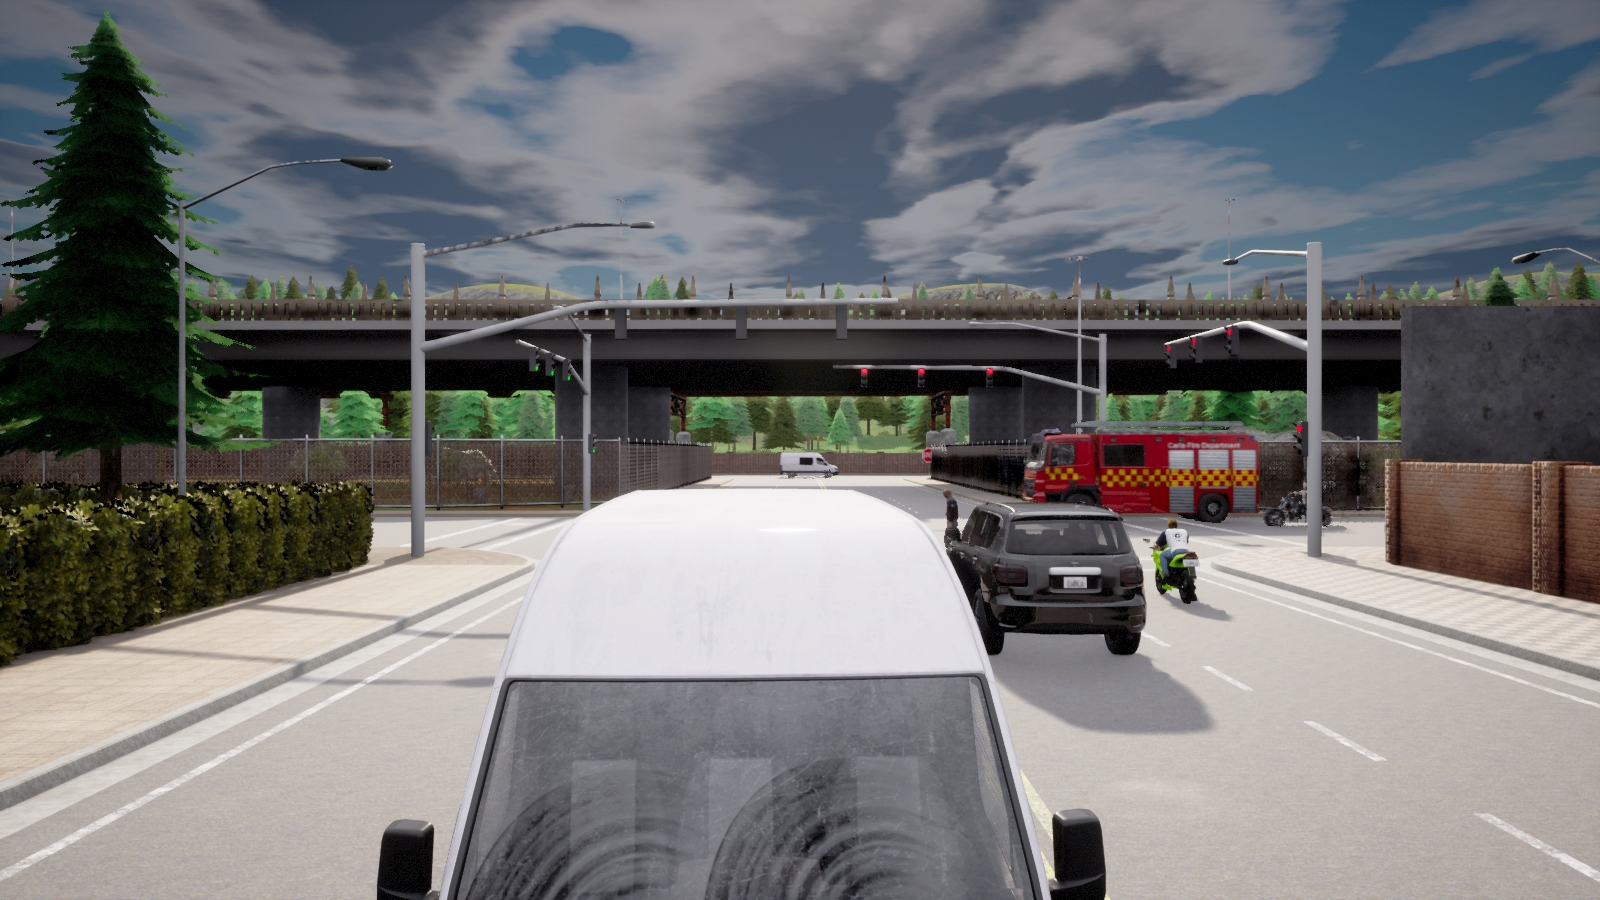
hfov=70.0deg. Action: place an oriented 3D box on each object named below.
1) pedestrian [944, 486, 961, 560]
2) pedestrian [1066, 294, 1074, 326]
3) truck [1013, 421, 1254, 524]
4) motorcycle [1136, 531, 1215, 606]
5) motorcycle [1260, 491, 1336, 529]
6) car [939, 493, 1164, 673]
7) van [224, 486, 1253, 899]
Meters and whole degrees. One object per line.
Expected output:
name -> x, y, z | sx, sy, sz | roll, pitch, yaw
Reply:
pedestrian -> 3.863, 1.842, 28.942 | 0.375, 1.860, 0.375 | 0, 0, -1
pedestrian -> 15.999, -8.300, 67.730 | 0.375, 1.860, 0.375 | 0, 0, 0
truck -> 12.763, 0.848, 44.245 | 8.468, 3.827, 2.891 | 0, 0, 0
motorcycle -> 6.995, 2.187, 21.401 | 0.803, 1.199, 2.033 | 0, 0, 0
motorcycle -> 17.636, 2.116, 40.490 | 2.356, 1.277, 0.764 | 0, 0, 0
car -> 3.496, 1.780, 17.139 | 2.150, 2.045, 5.566 | 0, 0, 0
van -> -0.245, 1.535, 5.164 | 1.988, 2.561, 5.915 | 0, 0, -3
